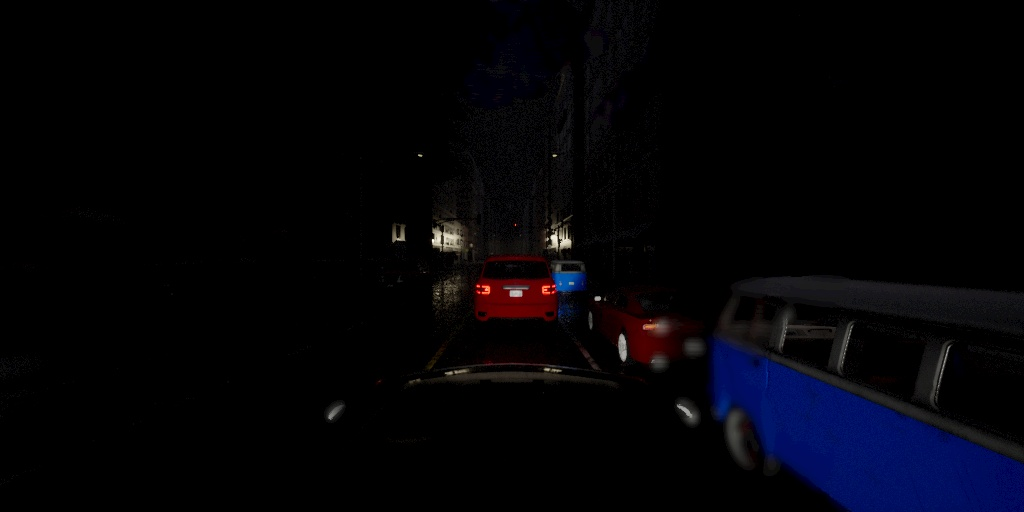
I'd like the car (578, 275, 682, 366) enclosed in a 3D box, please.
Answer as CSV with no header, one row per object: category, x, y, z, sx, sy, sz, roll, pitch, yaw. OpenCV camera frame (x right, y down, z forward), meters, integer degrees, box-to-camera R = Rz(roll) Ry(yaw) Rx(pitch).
car,2.863,1.294,7.840,1.888,1.381,4.507,0,0,0

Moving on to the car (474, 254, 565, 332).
car,0.111,0.970,11.061,2.150,2.045,5.566,0,0,0

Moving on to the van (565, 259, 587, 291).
van,2.876,1.086,19.161,1.690,1.789,3.998,0,0,0

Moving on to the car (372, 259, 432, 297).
car,-5.649,1.060,19.131,2.192,1.841,5.009,0,0,0

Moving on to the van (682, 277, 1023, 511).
van,2.856,1.091,2.179,1.690,1.789,3.998,0,0,0
